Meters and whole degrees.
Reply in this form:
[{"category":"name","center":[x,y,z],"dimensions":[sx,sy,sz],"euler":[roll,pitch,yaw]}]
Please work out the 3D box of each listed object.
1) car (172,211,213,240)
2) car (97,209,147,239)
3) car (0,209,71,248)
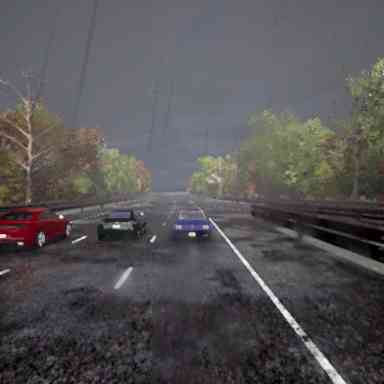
[{"category":"car","center":[-0.016,1.608,17.086],"dimensions":[1.895,1.301,4.718],"euler":[0,0,-1]},{"category":"car","center":[-3.524,1.573,17.418],"dimensions":[1.994,1.385,4.181],"euler":[0,0,-1]},{"category":"car","center":[-6.992,1.486,14.757],"dimensions":[1.882,1.535,5.008],"euler":[0,0,-1]}]
